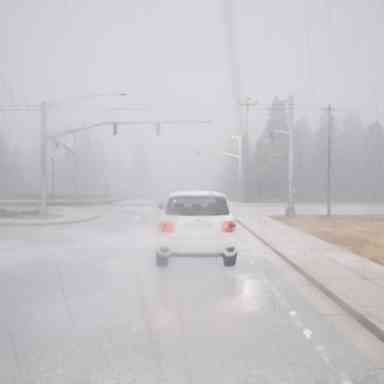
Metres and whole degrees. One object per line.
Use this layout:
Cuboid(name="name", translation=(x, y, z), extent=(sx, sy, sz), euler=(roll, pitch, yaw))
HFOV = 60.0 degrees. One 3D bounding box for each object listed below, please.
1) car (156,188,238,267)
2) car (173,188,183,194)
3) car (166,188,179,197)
Cuboid(name="car", translation=(0.071, 0.970, 10.666), extent=(2.150, 2.045, 5.566), euler=(0, 1, -2))
Cuboid(name="car", translation=(-3.130, -0.248, 77.221), extent=(1.994, 1.385, 4.181), euler=(0, 1, 2))
Cuboid(name="car", translation=(-3.505, 0.126, 60.631), extent=(2.128, 1.511, 4.902), euler=(0, 1, 1))
